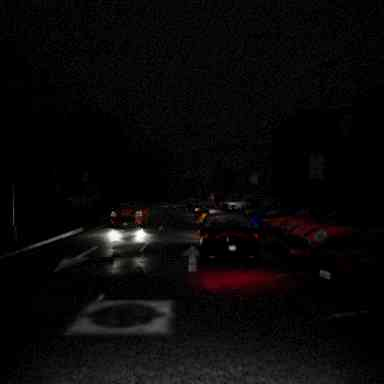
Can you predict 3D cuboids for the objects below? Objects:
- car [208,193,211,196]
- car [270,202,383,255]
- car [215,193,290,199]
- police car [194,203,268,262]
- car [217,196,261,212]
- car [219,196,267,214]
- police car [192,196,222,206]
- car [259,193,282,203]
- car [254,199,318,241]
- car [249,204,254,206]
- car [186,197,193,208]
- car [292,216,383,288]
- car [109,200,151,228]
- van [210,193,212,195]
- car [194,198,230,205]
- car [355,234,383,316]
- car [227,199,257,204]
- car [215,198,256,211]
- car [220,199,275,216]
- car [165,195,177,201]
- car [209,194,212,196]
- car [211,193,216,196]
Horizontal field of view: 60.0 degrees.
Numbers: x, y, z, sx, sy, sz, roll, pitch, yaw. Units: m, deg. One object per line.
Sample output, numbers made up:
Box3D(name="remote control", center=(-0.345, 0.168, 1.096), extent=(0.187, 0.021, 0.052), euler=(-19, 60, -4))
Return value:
Box3D(name="car", center=(5.465, 1.294, 62.474), extent=(5.566, 2.045, 2.435), euler=(1, 0, -20))
Box3D(name="car", center=(5.354, 1.348, 11.408), extent=(4.553, 1.767, 2.185), euler=(1, 0, -20))
Box3D(name="car", center=(5.361, 1.225, 29.401), extent=(5.566, 2.045, 2.435), euler=(1, 0, -20))
Box3D(name="police car", center=(1.176, 1.412, 12.229), extent=(1.930, 1.638, 5.238), euler=(0, 0, 0))
Box3D(name="car", center=(5.385, 1.364, 38.416), extent=(4.553, 1.767, 2.185), euler=(1, 0, -20))
Box3D(name="car", center=(5.375, 1.358, 35.415), extent=(4.553, 1.767, 2.185), euler=(1, 0, -20))
Box3D(name="police car", center=(1.220, 1.416, 28.230), extent=(1.930, 1.638, 5.238), euler=(0, 0, 0))
Box3D(name="car", center=(18.444, 1.341, 78.455), extent=(2.435, 2.045, 5.566), euler=(0, 1, -21))
Box3D(name="car", center=(5.363, 1.346, 14.410), extent=(4.553, 1.767, 2.185), euler=(1, 0, -20))
Box3D(name="car", center=(5.336, 1.511, 17.406), extent=(4.674, 1.452, 2.002), euler=(1, 0, -20))
Box3D(name="car", center=(0.073, 1.505, 49.205), extent=(1.882, 1.535, 5.008), euler=(0, 0, 0))
Box3D(name="car", center=(5.287, 1.504, 8.388), extent=(4.792, 1.488, 2.163), euler=(1, 0, -20))
Box3D(name="car", center=(-4.002, 1.337, 22.111), extent=(2.097, 1.767, 4.553), euler=(0, 0, 0))
Box3D(name="van", center=(5.554, 1.292, 50.482), extent=(4.442, 1.987, 1.878), euler=(1, 0, -20))
Box3D(name="car", center=(1.203, 1.442, 22.310), extent=(1.801, 1.575, 5.366), euler=(0, 0, 0))
Box3D(name="car", center=(5.311, 1.519, 5.397), extent=(4.674, 1.452, 2.002), euler=(1, 0, -20))
Box3D(name="car", center=(5.187, 1.466, 23.342), extent=(5.366, 1.575, 1.946), euler=(1, 0, -20))
Box3D(name="car", center=(5.426, 1.536, 41.425), extent=(4.674, 1.452, 2.002), euler=(1, 0, -20))
Box3D(name="car", center=(5.370, 1.510, 32.401), extent=(4.792, 1.488, 2.163), euler=(1, 0, -20))
Box3D(name="car", center=(-3.961, 1.192, 63.134), extent=(1.882, 1.535, 5.008), euler=(0, 0, 0))
Box3D(name="car", center=(5.431, 1.509, 47.436), extent=(5.008, 1.535, 2.097), euler=(1, 0, -20))
Box3D(name="car", center=(5.467, 1.377, 44.433), extent=(4.553, 1.767, 2.185), euler=(1, 0, -20))
